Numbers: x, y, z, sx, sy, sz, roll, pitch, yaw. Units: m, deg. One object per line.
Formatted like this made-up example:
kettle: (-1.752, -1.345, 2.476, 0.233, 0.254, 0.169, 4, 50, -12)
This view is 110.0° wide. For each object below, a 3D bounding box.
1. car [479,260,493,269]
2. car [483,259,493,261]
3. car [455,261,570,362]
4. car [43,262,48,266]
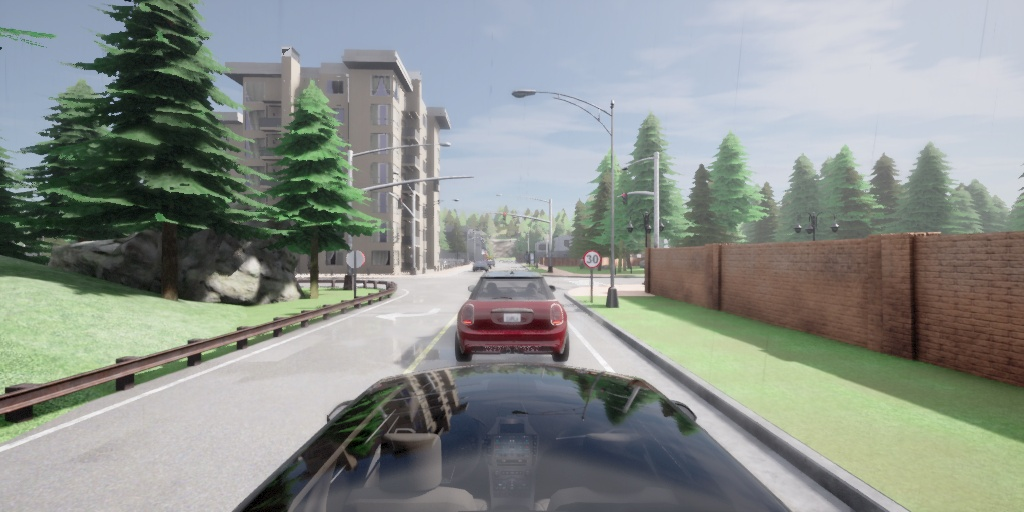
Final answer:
car: (-4.080, 1.351, 56.370, 1.895, 1.301, 4.718, 0, 0, 0)
car: (-3.995, 1.298, 46.404, 2.033, 1.411, 5.357, 0, 0, 0)
car: (0.002, 1.102, 8.402, 2.097, 1.767, 4.553, 0, 0, 0)
car: (-30.940, 0.987, 24.700, 5.566, 2.045, 2.150, 0, 0, -1)
